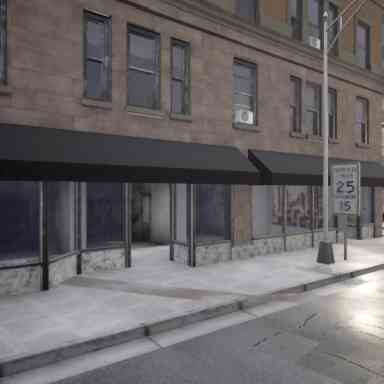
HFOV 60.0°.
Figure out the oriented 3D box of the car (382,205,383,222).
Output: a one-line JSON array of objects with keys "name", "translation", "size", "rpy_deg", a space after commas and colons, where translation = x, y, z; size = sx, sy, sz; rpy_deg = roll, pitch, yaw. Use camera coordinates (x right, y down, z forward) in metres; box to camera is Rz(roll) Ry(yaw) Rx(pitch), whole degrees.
[{"name": "car", "translation": [13.571, 1.599, 23.796], "size": [1.895, 1.301, 4.718], "rpy_deg": [0, 0, -37]}]
